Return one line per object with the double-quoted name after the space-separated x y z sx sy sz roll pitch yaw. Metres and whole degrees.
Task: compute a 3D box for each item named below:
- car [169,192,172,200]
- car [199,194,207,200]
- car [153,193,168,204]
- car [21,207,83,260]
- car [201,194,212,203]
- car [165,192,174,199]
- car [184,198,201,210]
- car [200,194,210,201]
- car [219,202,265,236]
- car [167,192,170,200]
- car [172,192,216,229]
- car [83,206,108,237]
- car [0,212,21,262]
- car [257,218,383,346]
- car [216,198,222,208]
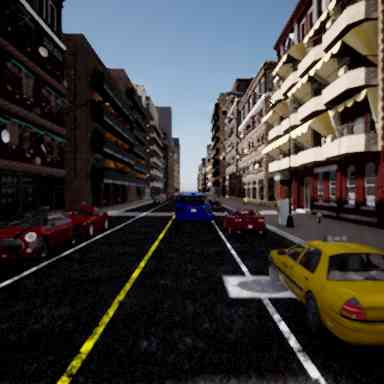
-5.715 1.149 73.940 1.887 1.381 4.507 0 0 0 "car"
2.664 1.155 79.575 1.802 1.307 4.206 0 0 0 "car"
-5.709 1.247 57.031 2.008 1.369 4.403 0 0 0 "car"
-5.694 1.377 11.941 1.967 1.590 4.097 0 0 0 "car"
2.670 1.189 62.836 1.752 1.417 4.829 0 0 0 "car"
-5.718 0.858 85.212 2.192 1.841 5.009 0 0 0 "car"
0.086 1.390 39.693 1.895 1.301 4.718 0 0 0 "car"
2.668 1.200 68.303 1.947 1.339 4.313 0 0 0 "car"
2.685 1.451 17.577 1.887 1.381 4.507 0 0 0 "car"
-5.711 1.216 62.668 2.008 1.369 4.403 0 0 0 "car"
0.092 1.110 21.041 2.150 2.045 5.566 0 0 0 "car"
-5.695 1.452 17.579 1.887 1.381 4.507 0 0 0 "car"
-5.691 1.282 6.305 2.192 1.841 5.009 0 0 0 "car"
2.689 1.491 6.475 1.752 1.417 4.829 0 0 0 "car"
2.677 1.338 40.121 2.008 1.369 4.403 0 0 0 "car"
